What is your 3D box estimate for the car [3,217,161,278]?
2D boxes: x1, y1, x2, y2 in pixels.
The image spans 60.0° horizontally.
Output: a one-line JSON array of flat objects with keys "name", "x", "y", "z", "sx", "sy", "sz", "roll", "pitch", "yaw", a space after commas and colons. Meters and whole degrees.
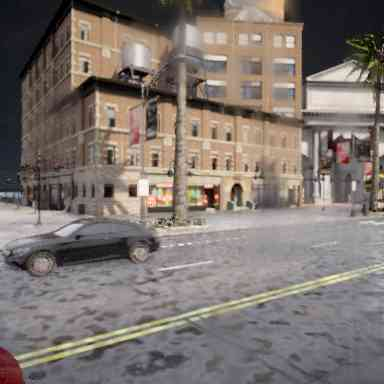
[{"name": "car", "x": -3.182, "y": 1.531, "z": 10.308, "sx": 4.674, "sy": 1.442, "sz": 1.812, "roll": 0, "pitch": 0, "yaw": -35}]

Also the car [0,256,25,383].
[{"name": "car", "x": -3.400, "y": 1.473, "z": 1.277, "sx": 5.008, "sy": 1.535, "sz": 1.882, "roll": 0, "pitch": 0, "yaw": -36}]
